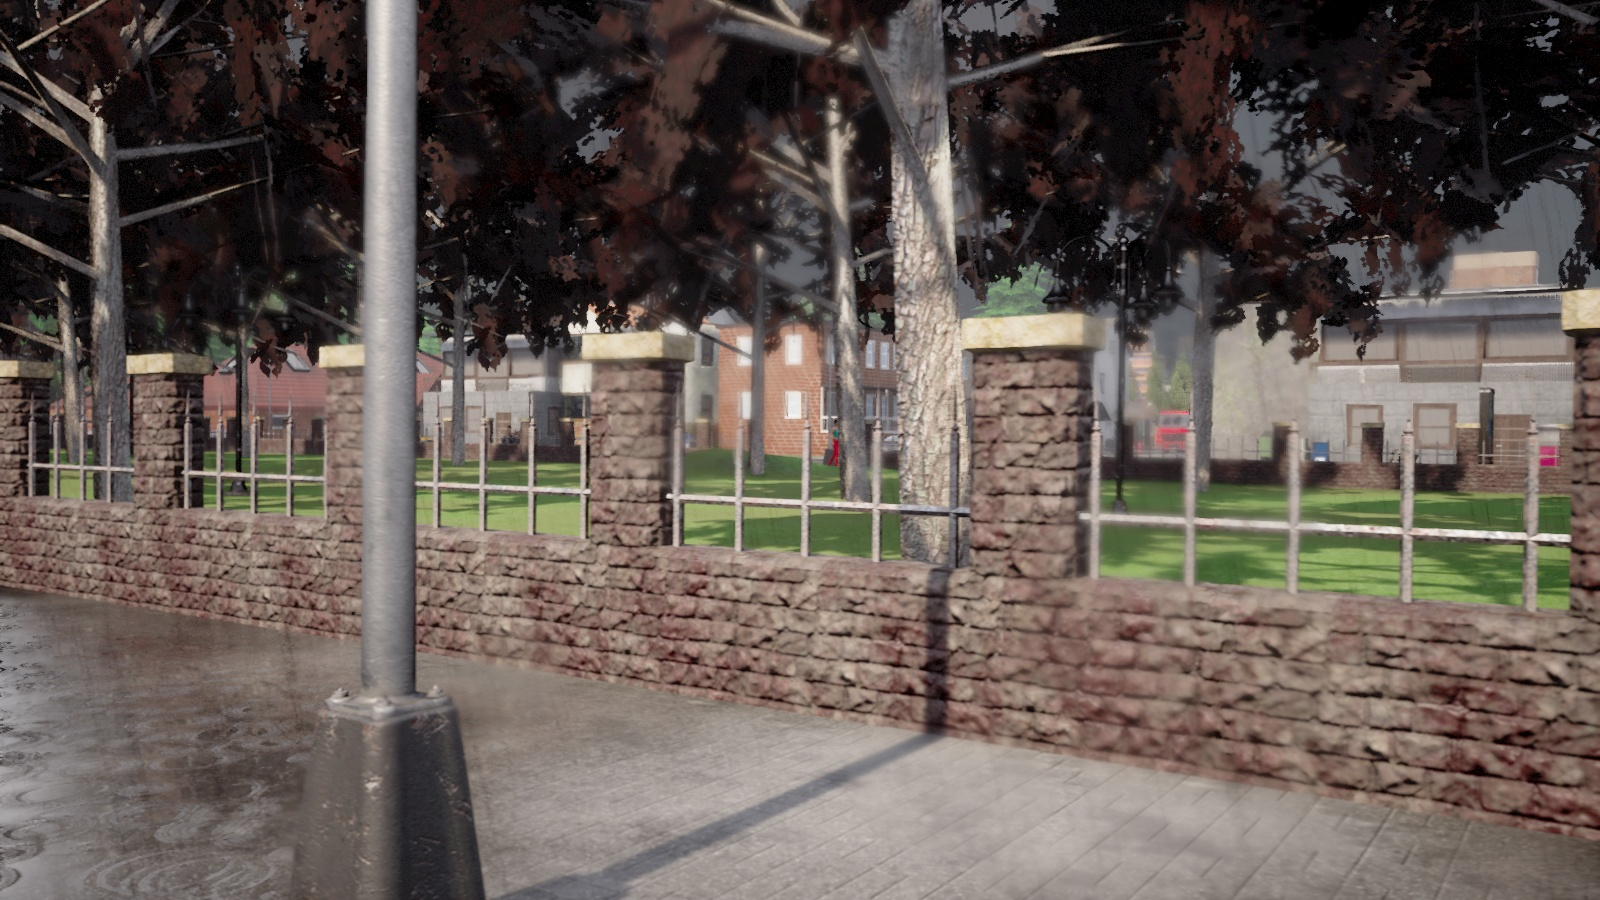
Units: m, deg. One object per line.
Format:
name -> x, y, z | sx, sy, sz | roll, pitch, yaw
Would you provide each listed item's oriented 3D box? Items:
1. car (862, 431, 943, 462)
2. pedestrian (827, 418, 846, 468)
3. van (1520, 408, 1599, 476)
car -> 5.056, -0.214, 61.509 | 1.812, 1.442, 4.674 | 0, 1, 36
pedestrian -> 1.344, -0.276, 46.480 | 0.594, 1.836, 0.345 | 0, 1, 34
van -> 24.214, -0.251, 37.676 | 4.442, 1.987, 1.775 | 0, 1, 34
